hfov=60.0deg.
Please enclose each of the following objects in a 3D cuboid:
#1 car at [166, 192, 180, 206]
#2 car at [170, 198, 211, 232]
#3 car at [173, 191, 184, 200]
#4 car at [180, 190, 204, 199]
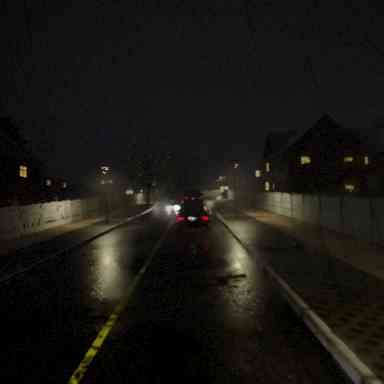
[{"bbox_3d":[-2.644,1.048,46.946,2.128,1.511,4.902,-2,1,0],"label":"car"},{"bbox_3d":[0.077,1.314,18.728,2.033,1.411,5.357,-2,1,1],"label":"car"},{"bbox_3d":[-2.580,0.682,65.185,1.882,1.535,5.008,-2,1,0],"label":"car"},{"bbox_3d":[0.141,0.773,36.746,2.150,2.045,5.566,-2,1,0],"label":"car"}]
